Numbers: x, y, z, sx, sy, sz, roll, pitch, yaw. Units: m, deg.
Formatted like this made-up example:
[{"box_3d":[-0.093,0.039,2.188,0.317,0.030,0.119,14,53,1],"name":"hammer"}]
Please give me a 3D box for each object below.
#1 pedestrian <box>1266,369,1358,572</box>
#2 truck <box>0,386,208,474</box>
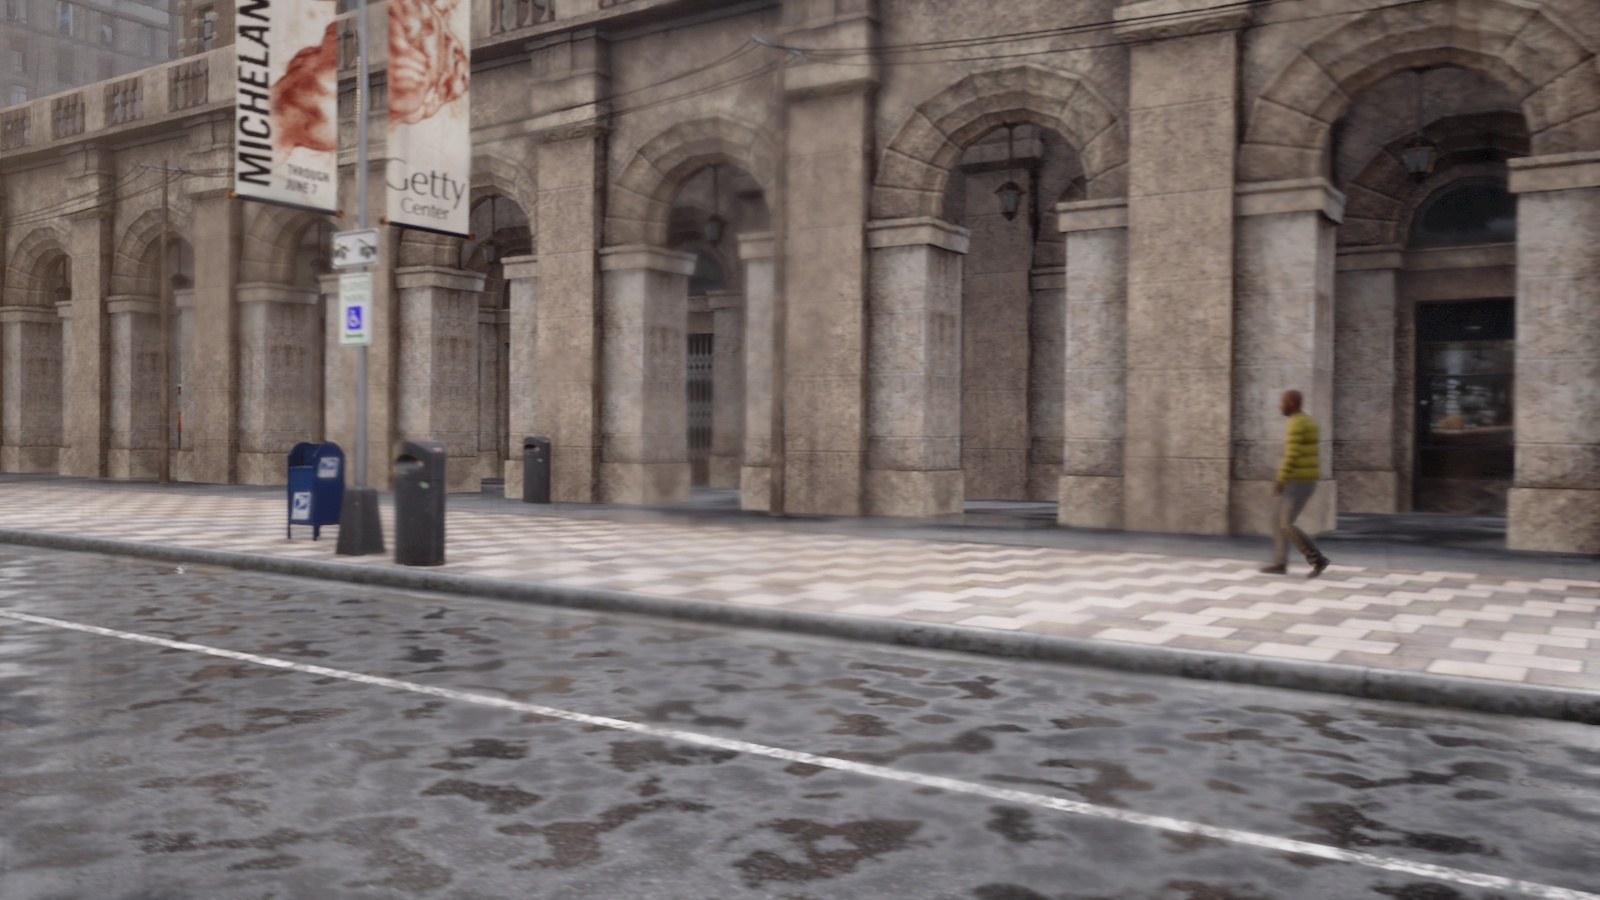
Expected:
[{"box_3d":[4.772,0.185,11.706,0.726,1.835,0.370,0,1,34],"name":"pedestrian"},{"box_3d":[-32.560,-0.940,58.712,2.891,3.827,8.468,0,1,33],"name":"truck"}]
